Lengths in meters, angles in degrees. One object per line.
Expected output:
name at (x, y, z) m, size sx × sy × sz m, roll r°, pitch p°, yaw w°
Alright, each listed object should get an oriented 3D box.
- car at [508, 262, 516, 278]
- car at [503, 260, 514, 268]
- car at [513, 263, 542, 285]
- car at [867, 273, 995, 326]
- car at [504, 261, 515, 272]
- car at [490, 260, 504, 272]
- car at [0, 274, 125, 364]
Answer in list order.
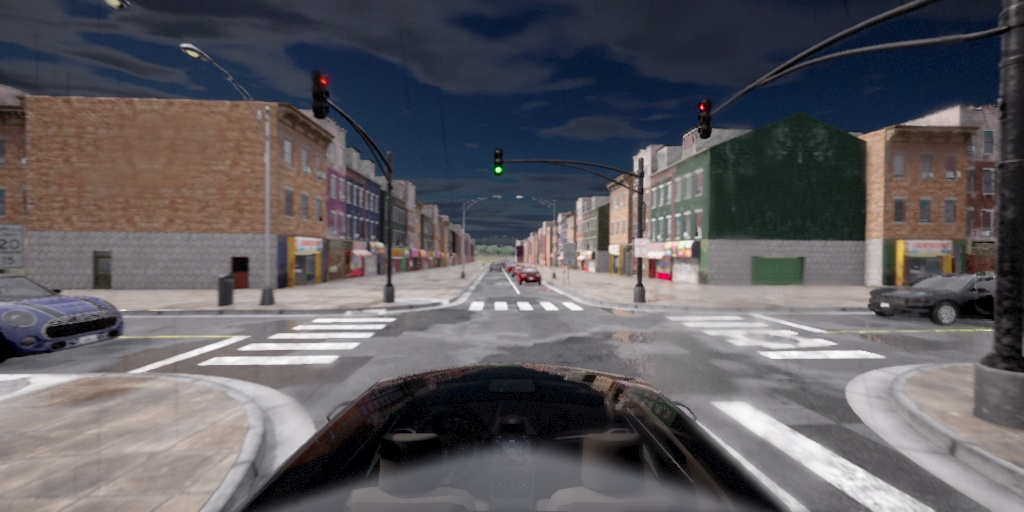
car at (0.800, 1.674, 39.601) m, size 1.802 × 1.307 × 4.207 m, roll 0°, pitch 0°, yaw -3°
car at (0.036, 1.674, 56.180) m, size 1.967 × 1.591 × 4.097 m, roll 0°, pitch 0°, yaw -3°
car at (1.310, 1.543, 28.548) m, size 1.888 × 1.381 × 4.507 m, roll 0°, pitch 0°, yaw -3°
car at (14.441, 1.315, 11.589) m, size 5.008 × 1.535 × 1.882 m, roll 0°, pitch 1°, yaw -3°
car at (0.291, 1.732, 50.654) m, size 1.888 × 1.381 × 4.507 m, roll 0°, pitch 0°, yaw -3°
car at (-2.510, 1.707, 56.445) m, size 2.128 × 1.511 × 4.902 m, roll 1°, pitch -1°, yaw -3°
car at (-11.171, 1.159, 7.461) m, size 4.553 × 1.767 × 2.097 m, roll 0°, pitch 1°, yaw -3°
